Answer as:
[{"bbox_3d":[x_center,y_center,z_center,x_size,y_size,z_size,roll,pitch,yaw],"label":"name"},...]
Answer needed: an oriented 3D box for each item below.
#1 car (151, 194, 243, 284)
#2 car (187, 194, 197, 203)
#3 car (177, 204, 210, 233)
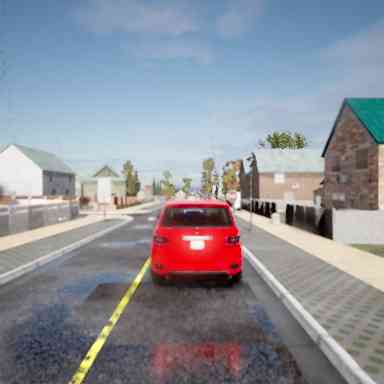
[{"bbox_3d":[0.098,1.208,9.724,2.150,2.045,5.566,0,0,0],"label":"car"},{"bbox_3d":[0.004,1.435,74.250,2.150,2.045,5.566,0,0,0],"label":"car"},{"bbox_3d":[0.090,1.513,20.343,1.812,1.442,4.674,0,0,0],"label":"car"}]
